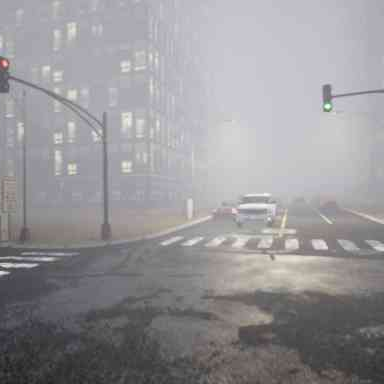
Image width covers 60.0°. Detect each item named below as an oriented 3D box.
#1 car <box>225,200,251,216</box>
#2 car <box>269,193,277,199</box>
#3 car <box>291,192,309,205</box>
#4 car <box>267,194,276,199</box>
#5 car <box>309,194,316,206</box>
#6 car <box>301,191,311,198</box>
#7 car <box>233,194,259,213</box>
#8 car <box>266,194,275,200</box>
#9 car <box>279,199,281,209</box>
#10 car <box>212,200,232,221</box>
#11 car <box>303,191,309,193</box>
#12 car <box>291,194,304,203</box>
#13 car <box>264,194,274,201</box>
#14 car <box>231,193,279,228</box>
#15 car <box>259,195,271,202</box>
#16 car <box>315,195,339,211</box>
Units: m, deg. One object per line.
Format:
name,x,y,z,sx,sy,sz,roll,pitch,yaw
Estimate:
car,4.424,1.467,31.287,1.802,1.307,4.206,0,0,17
car,21.940,1.029,90.058,1.887,1.381,4.507,0,0,17
car,16.037,1.181,50.042,2.033,1.411,5.357,-1,0,16
car,20.348,1.087,84.715,1.947,1.339,4.313,0,0,17
car,17.299,1.137,45.149,1.752,1.417,4.829,0,0,17
car,29.993,0.637,87.743,2.192,1.841,5.009,0,0,17
car,6.016,1.164,36.629,2.192,1.841,5.009,0,0,17
car,18.756,1.108,79.372,2.008,1.369,4.403,0,0,17
car,7.155,1.355,31.425,1.812,1.442,4.674,-1,0,16
car,2.832,1.362,25.944,1.967,1.590,4.097,0,0,17
car,28.401,0.903,82.399,1.887,1.381,4.507,0,0,17
car,18.975,1.130,59.969,1.994,1.385,4.181,-1,0,17
car,17.163,1.138,74.029,1.887,1.381,4.507,0,0,17
car,4.315,1.116,21.916,2.150,2.045,5.566,-1,0,17
car,13.978,1.211,63.344,1.887,1.381,4.507,0,0,17
car,14.063,1.268,34.295,1.802,1.307,4.206,0,0,17
